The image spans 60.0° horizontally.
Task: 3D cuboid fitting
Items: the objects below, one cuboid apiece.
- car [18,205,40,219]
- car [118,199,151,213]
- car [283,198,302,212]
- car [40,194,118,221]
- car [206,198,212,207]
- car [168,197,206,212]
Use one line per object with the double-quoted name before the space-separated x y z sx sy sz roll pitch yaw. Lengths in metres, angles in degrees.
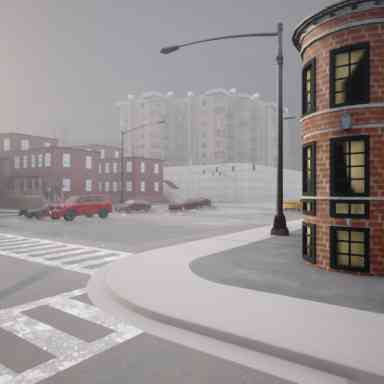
"car" -12.247 1.547 29.260 2.033 1.411 5.357 0 0 36
"car" -6.518 1.526 37.253 1.812 1.442 4.674 0 0 35
"car" 12.408 1.478 39.357 1.882 1.535 5.008 0 0 36
"car" -9.166 1.221 27.549 2.150 2.045 5.566 0 0 36
"car" 0.962 1.492 47.667 2.128 1.511 4.902 0 0 36
"car" -0.769 1.478 39.285 1.882 1.535 5.008 0 1 36
